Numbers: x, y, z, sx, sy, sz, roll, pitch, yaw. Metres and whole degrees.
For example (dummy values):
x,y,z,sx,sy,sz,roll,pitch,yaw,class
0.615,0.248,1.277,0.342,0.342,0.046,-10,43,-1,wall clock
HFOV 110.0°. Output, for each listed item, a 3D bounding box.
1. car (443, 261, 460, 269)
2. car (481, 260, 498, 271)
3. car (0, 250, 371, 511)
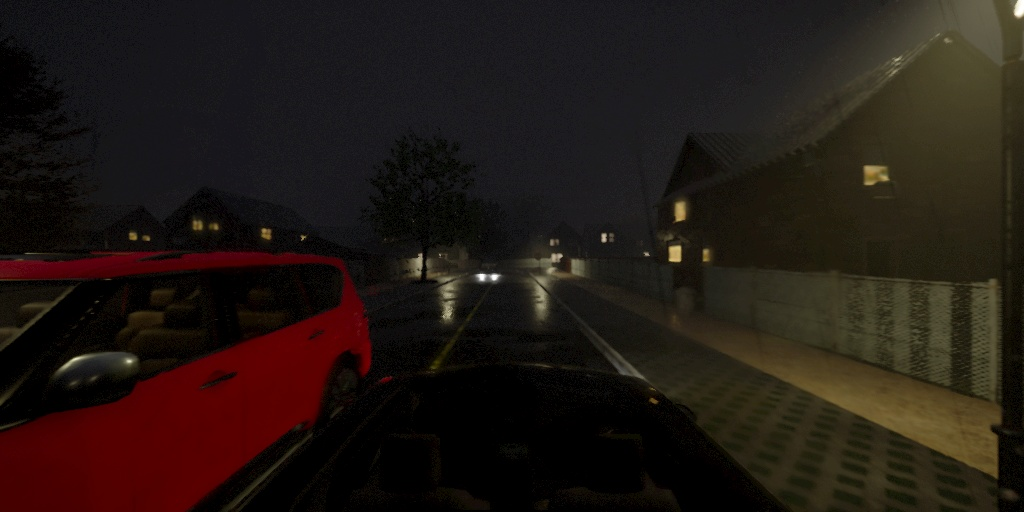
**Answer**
x,y,z,sx,sy,sz,roll,pitch,yaw,class
-9.984,1.400,51.871,4.718,1.301,1.895,-1,-1,0,car
-2.750,1.109,44.225,1.895,1.301,4.718,0,0,0,car
-2.850,0.970,2.326,2.150,2.045,5.566,0,0,0,car
